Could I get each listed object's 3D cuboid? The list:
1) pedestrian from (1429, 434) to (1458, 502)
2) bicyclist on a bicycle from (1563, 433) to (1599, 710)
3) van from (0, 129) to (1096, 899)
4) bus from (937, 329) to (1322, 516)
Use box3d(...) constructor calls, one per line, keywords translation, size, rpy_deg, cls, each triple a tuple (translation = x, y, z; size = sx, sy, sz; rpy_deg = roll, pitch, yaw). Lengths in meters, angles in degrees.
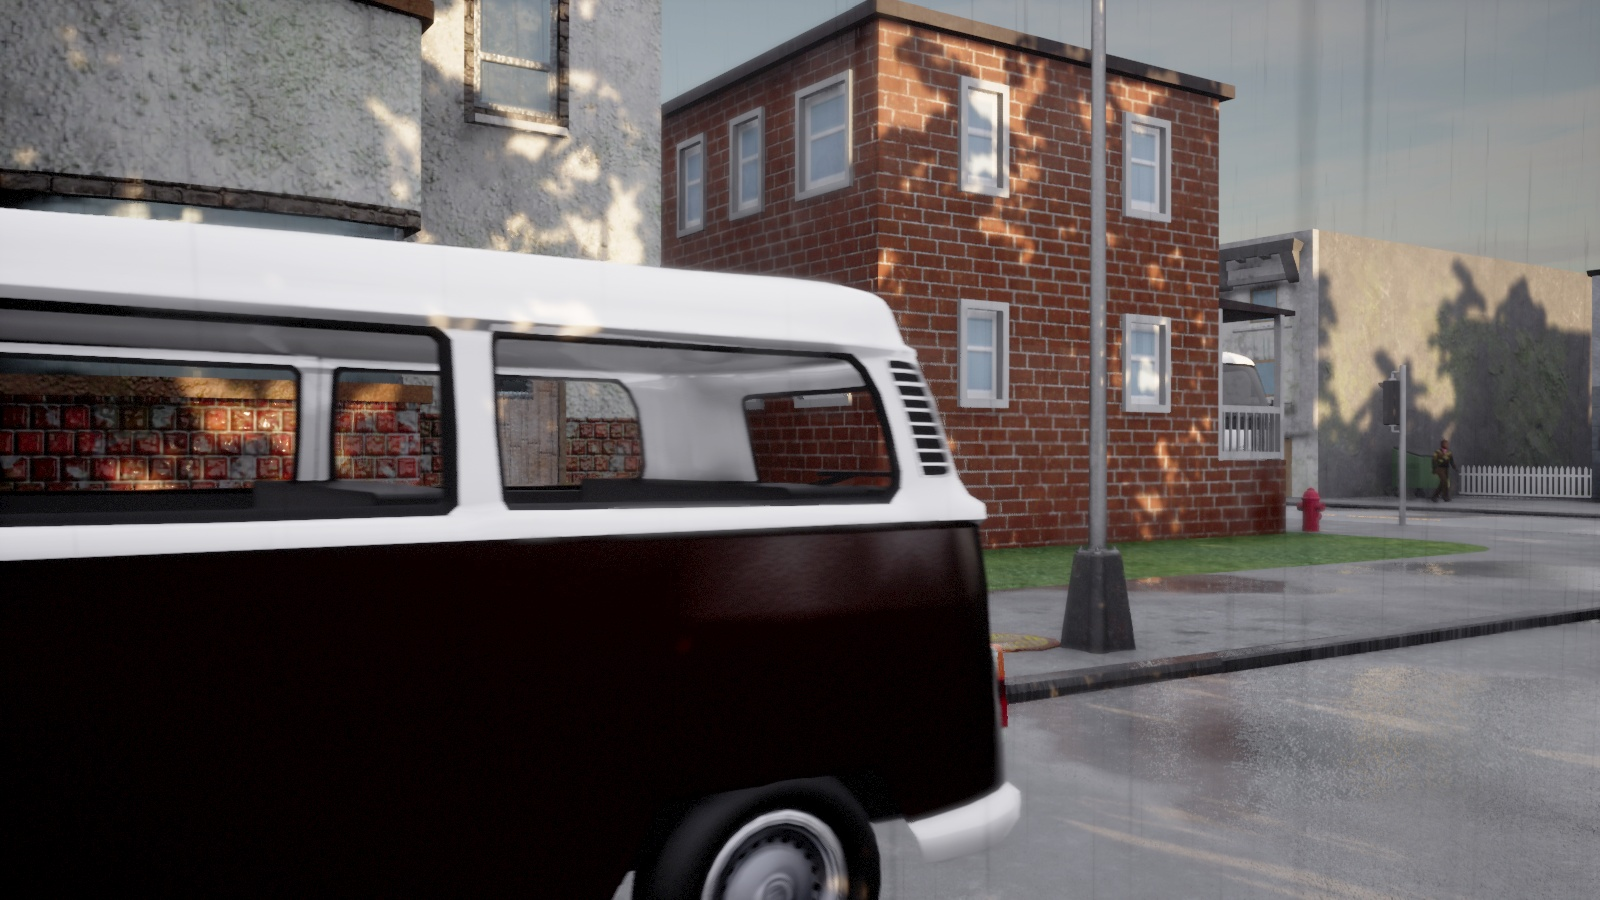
box3d(translation=(18.263, 0.503, 35.647), size=(0.395, 1.930, 0.692), rpy_deg=(0, 0, -8), cls="pedestrian")
box3d(translation=(5.429, 0.705, 7.687), size=(1.656, 1.620, 0.582), rpy_deg=(0, 0, -31), cls="bicyclist on a bicycle")
box3d(translation=(-1.599, 0.483, 3.197), size=(4.480, 2.038, 2.069), rpy_deg=(0, 0, -34), cls="van")
box3d(translation=(8.411, -0.566, 34.086), size=(3.944, 4.253, 10.273), rpy_deg=(0, -1, -31), cls="bus")
